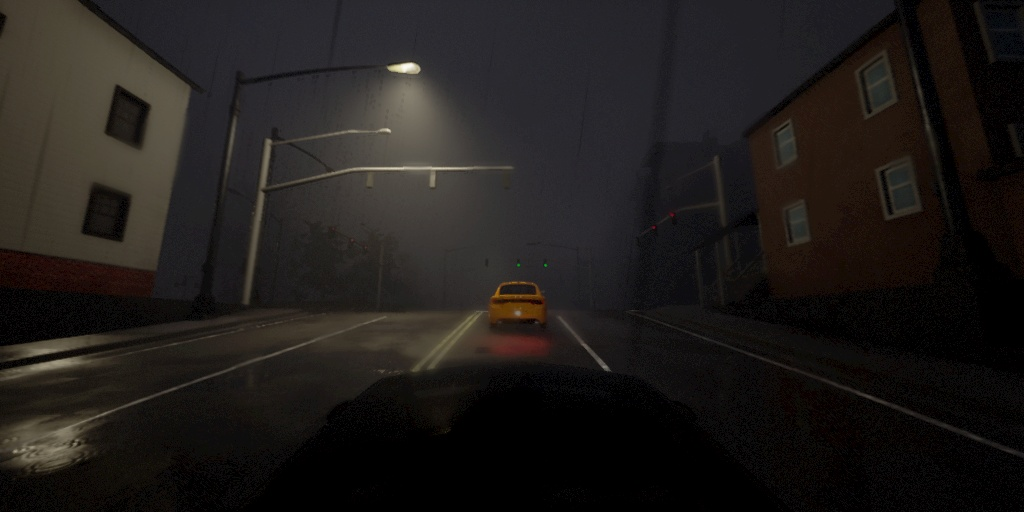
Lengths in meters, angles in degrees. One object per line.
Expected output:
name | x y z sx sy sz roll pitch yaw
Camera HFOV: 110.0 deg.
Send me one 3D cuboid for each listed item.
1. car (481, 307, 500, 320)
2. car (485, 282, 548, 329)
car | -2.784 7.732 47.964 2.128 1.511 4.902 0 -11 1
car | 0.236 1.685 13.310 1.882 1.535 5.008 0 -2 1
